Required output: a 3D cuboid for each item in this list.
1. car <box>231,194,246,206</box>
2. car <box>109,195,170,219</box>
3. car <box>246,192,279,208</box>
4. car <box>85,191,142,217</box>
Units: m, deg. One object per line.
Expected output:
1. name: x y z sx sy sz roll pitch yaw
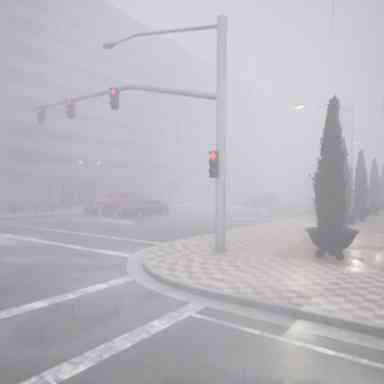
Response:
1. car: 7.350 1.082 47.371 2.097 1.767 4.553 1 1 36
2. car: -3.761 1.266 26.114 1.837 1.490 4.892 1 1 35
3. car: 9.935 0.989 44.984 2.150 2.045 5.566 1 0 36
4. car: -6.410 0.950 28.428 2.150 2.045 5.566 1 0 35
